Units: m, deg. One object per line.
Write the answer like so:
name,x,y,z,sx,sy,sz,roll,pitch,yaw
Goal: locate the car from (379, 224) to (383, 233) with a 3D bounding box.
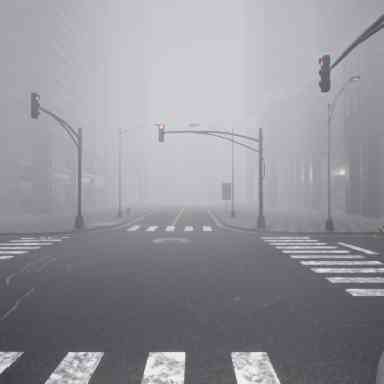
car,11.760,1.564,16.189,4.829,1.417,1.752,0,-1,0
